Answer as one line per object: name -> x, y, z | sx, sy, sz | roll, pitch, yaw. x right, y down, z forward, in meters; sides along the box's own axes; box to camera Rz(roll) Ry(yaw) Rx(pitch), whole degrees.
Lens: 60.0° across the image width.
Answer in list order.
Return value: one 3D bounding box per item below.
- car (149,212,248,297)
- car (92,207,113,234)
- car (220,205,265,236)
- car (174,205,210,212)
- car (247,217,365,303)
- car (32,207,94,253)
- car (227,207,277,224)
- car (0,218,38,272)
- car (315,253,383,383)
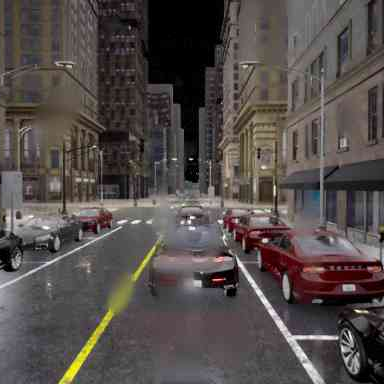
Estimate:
car -> 0.051, 1.490, 8.585 | 2.128, 1.511, 4.902 | 0, 0, 0
car -> -5.780, 1.542, 19.064 | 1.887, 1.381, 4.507 | -1, 0, 0
car -> 2.745, 1.542, 19.068 | 1.887, 1.381, 4.507 | -1, 0, 0
car -> -0.016, 1.504, 19.127 | 1.837, 1.490, 4.892 | 0, 0, 0
car -> 2.751, 1.543, 8.057 | 1.887, 1.381, 4.507 | -1, 0, 0
car -> -5.777, 1.549, 13.558 | 2.008, 1.369, 4.403 | -1, 0, 0
car -> 2.748, 1.543, 13.562 | 1.887, 1.381, 4.507 | -1, 0, 0
car -> -5.774, 1.564, 8.053 | 1.947, 1.339, 4.313 | -1, 0, 0
car -> 2.754, 1.565, 2.552 | 1.947, 1.339, 4.313 | -1, 0, 0
